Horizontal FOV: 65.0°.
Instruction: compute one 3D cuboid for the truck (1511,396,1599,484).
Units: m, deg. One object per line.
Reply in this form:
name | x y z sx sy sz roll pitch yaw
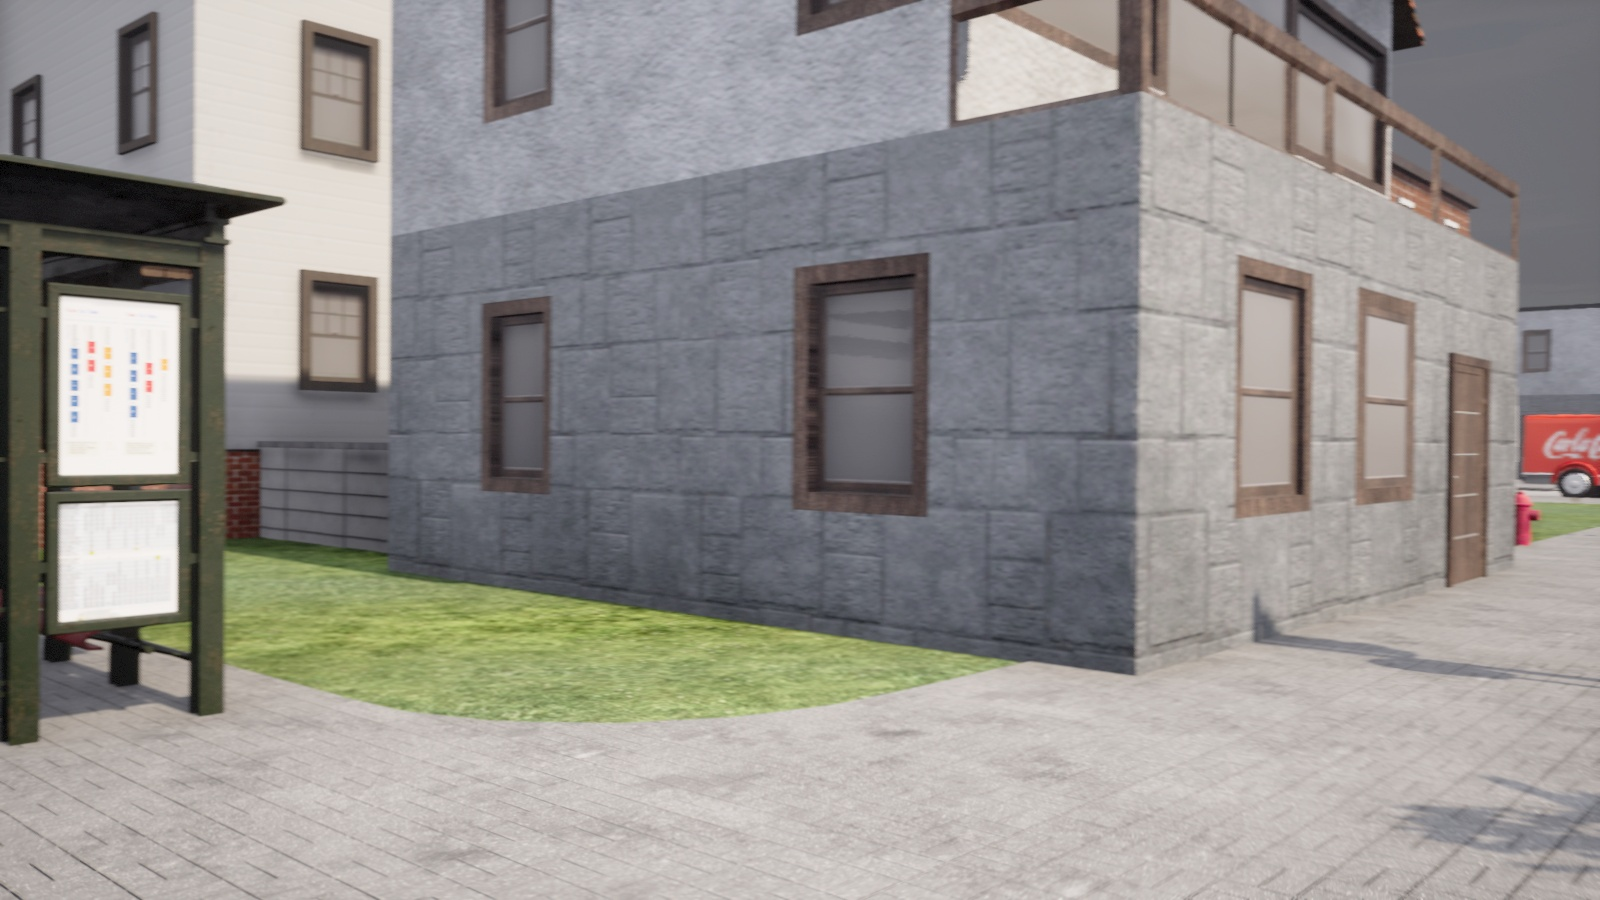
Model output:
truck | 23.640 -0.297 35.989 5.204 2.467 2.627 0 0 44
